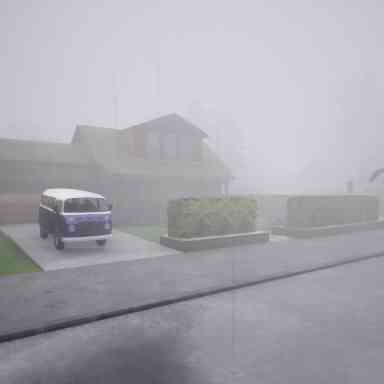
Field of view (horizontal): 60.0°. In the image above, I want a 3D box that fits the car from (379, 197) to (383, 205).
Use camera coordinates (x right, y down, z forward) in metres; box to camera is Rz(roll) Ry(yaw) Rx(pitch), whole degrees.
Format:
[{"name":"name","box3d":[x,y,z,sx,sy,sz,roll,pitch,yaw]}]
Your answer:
[{"name":"car","box3d":[24.678,0.985,41.429,3.866,1.878,1.905,0,0,0]}]
